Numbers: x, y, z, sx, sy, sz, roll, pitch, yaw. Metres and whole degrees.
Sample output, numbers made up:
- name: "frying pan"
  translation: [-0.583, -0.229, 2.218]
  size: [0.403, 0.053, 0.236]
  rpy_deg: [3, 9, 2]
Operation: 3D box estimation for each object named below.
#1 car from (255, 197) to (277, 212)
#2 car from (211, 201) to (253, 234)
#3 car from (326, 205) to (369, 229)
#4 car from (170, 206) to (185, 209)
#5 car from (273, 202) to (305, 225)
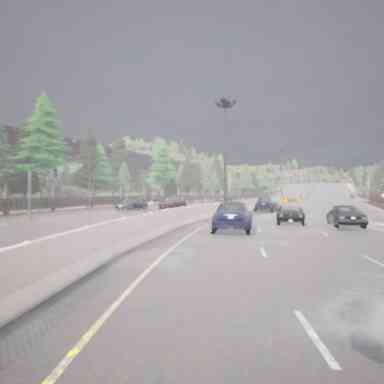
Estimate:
- name: "car"
  translation: [8.734, 1.341, 38.821]
  size: [2.097, 1.767, 4.553]
  rpy_deg: [0, 0, 22]
- name: "car"
  translation: [2.402, 1.333, 19.313]
  size: [2.097, 1.767, 4.553]
  rpy_deg: [0, 0, 11]
- name: "car"
  translation: [10.116, 1.575, 21.981]
  size: [2.033, 1.411, 5.357]
  rpy_deg: [0, 0, 15]
- name: "car"
  translation: [-2.344, 1.392, 40.115]
  size: [1.882, 1.535, 5.008]
  rpy_deg: [0, 0, 22]
- name: "car"
  translation: [7.109, 1.605, 24.139]
  size: [1.895, 1.301, 4.718]
  rpy_deg: [0, 0, 15]
